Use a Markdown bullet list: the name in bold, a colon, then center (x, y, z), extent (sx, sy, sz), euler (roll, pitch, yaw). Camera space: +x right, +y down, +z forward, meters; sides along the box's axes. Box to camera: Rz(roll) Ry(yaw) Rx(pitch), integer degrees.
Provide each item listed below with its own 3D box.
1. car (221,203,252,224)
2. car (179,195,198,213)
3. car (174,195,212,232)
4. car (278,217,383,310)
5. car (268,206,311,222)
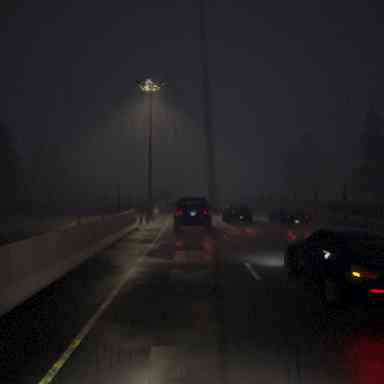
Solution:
- **car**: center (3.420, 1.604, 25.957), extent (2.128, 1.511, 4.902), euler (0, 0, -1)
- **car**: center (-0.473, 1.397, 40.339), extent (2.150, 2.045, 5.566), euler (0, 0, -1)
- **car**: center (0.038, 1.312, 21.045), extent (2.150, 2.045, 5.566), euler (0, 0, 0)
- **car**: center (3.599, 1.560, 7.781), extent (1.812, 1.442, 4.674), euler (0, 0, 0)
- **car**: center (6.967, 1.707, 24.426), extent (1.895, 1.301, 4.718), euler (0, 0, -1)
